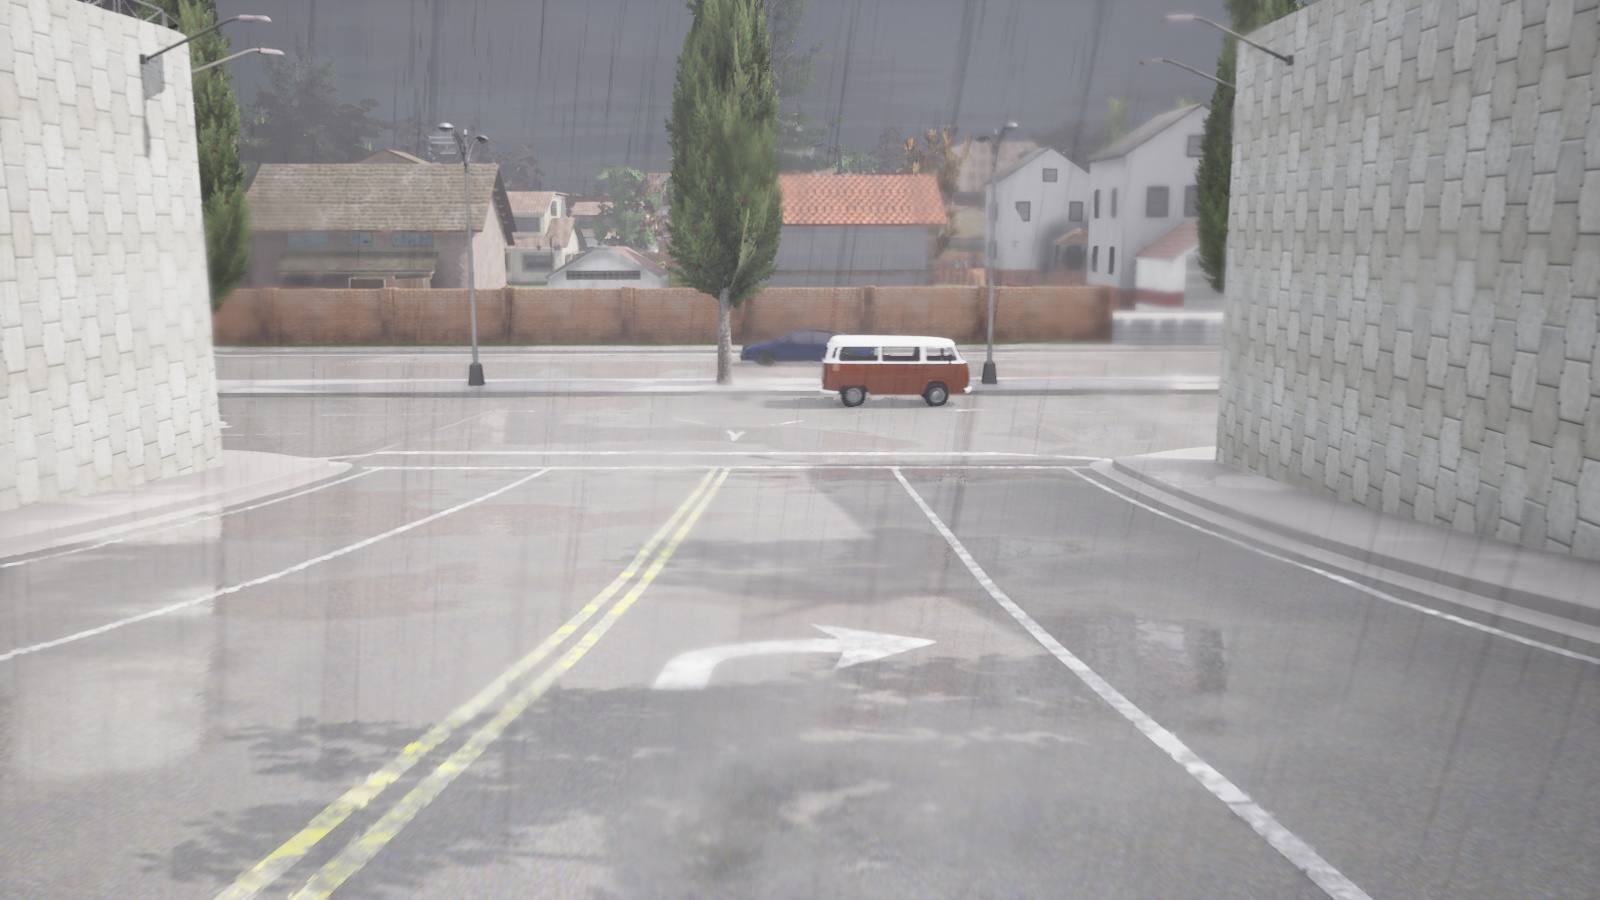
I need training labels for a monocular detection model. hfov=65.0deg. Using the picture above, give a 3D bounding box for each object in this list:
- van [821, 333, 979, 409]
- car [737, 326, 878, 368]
[{"bbox_3d":[2.896,-2.377,37.333,4.480,2.038,2.069,0,9,-1],"label":"van"},{"bbox_3d":[0.272,-4.009,48.679,5.357,1.411,2.033,0,10,-1],"label":"car"}]
